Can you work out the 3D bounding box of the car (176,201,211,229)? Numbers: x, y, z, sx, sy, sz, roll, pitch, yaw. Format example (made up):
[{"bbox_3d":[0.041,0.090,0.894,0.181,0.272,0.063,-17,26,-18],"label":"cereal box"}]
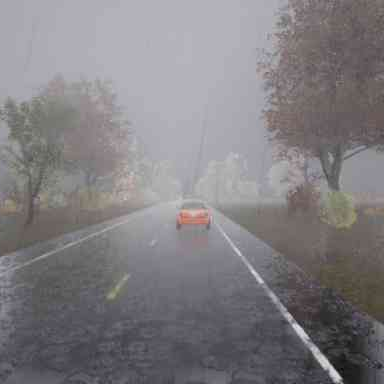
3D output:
[{"bbox_3d":[0.099,1.411,21.933,2.097,1.767,4.553,0,0,0],"label":"car"}]

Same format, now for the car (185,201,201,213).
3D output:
[{"bbox_3d":[0.101,1.742,40.681,1.895,1.301,4.718,0,0,0],"label":"car"}]
